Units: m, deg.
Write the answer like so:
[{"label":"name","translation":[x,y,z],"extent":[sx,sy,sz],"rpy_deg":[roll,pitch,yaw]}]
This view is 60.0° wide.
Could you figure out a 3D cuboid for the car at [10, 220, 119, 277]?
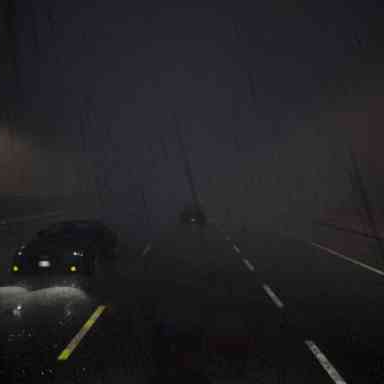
[{"label":"car","translation":[-3.578,1.560,10.095],"extent":[1.994,1.385,4.181],"rpy_deg":[0,0,1]}]

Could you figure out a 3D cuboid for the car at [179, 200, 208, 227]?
[{"label":"car","translation":[0.081,1.516,22.568],"extent":[1.812,1.442,4.674],"rpy_deg":[0,0,0]}]

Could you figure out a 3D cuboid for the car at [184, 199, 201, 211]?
[{"label":"car","translation":[0.077,1.583,40.641],"extent":[1.895,1.301,4.718],"rpy_deg":[0,0,0]}]
